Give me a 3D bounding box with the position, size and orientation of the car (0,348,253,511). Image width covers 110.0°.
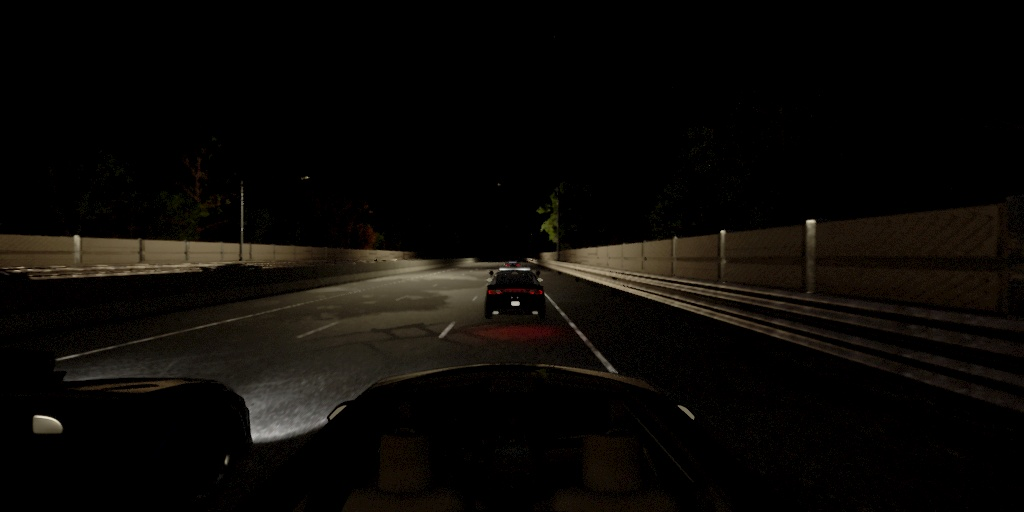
[{"bbox_3d":[-3.402,1.314,1.602,1.994,1.385,4.181,0,0,0],"label":"car"}]

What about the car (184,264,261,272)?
[{"bbox_3d":[-17.576,1.261,22.592,1.837,1.490,4.892,0,0,0],"label":"car"}]

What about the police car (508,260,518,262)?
[{"bbox_3d":[0.106,1.265,44.045,2.038,1.542,4.974,0,0,0],"label":"police car"}]

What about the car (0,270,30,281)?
[{"bbox_3d":[-24.593,1.246,15.578,2.128,1.511,4.902,0,0,0],"label":"car"}]

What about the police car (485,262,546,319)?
[{"bbox_3d":[0.102,1.178,13.017,1.930,1.638,5.238,0,0,0],"label":"police car"}]

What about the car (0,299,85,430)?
[{"bbox_3d":[-6.902,1.298,2.258,2.033,1.411,5.357,0,0,0],"label":"car"}]
